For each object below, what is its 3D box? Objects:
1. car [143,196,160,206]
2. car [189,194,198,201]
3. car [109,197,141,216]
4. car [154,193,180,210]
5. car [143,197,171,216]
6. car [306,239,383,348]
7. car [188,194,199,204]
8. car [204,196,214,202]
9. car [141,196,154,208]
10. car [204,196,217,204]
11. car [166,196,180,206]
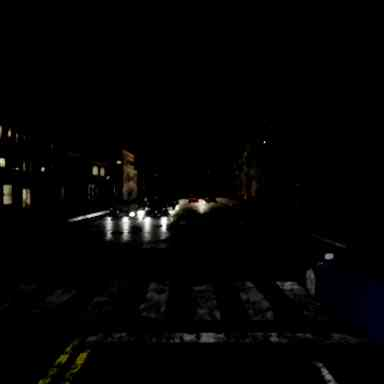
[{"bbox_3d":[-6.297,1.380,52.153,2.128,1.511,4.902,0,0,1],"label":"car"},{"bbox_3d":[0.380,1.160,72.107,1.882,1.535,5.008,0,0,0],"label":"car"},{"bbox_3d":[-6.433,1.457,31.544,1.812,1.442,4.674,0,0,2],"label":"car"},{"bbox_3d":[-3.122,1.134,41.952,2.150,2.045,5.566,0,0,1],"label":"car"},{"bbox_3d":[-3.191,1.460,31.492,1.812,1.442,4.674,0,0,-2],"label":"car"},{"bbox_3d":[3.380,1.471,5.268,1.882,1.535,5.008,0,0,0],"label":"car"},{"bbox_3d":[0.323,1.378,61.689,1.837,1.490,4.892,0,0,0],"label":"car"},{"bbox_3d":[3.630,1.448,72.123,1.895,1.301,4.718,0,0,0],"label":"car"},{"bbox_3d":[-6.382,1.404,40.994,2.128,1.511,4.902,0,0,0],"label":"car"},{"bbox_3d":[3.672,1.424,61.514,2.033,1.411,5.357,0,0,0],"label":"car"},{"bbox_3d":[-3.037,1.365,53.557,1.882,1.535,5.008,0,0,1],"label":"car"}]
